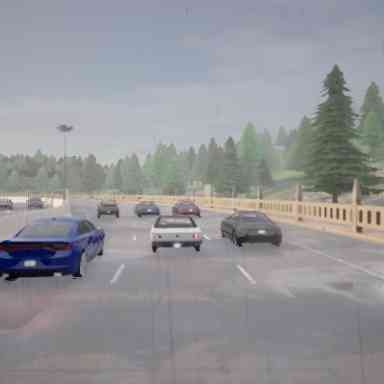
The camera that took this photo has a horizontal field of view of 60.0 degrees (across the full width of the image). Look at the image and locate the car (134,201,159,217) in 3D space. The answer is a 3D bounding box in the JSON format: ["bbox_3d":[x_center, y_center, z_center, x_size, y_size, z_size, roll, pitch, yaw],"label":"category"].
[{"bbox_3d":[-4.255,1.557,30.922,1.994,1.385,4.181,0,0,-16],"label":"car"}]

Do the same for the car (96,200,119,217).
[{"bbox_3d":[-7.688,1.485,30.307,2.128,1.511,4.902,0,0,-16],"label":"car"}]

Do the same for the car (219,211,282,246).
[{"bbox_3d":[2.553,1.560,15.287,1.994,1.385,4.181,0,0,-7],"label":"car"}]

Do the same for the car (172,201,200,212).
[{"bbox_3d":[-0.622,1.556,30.975,1.994,1.385,4.181,0,0,-15],"label":"car"}]

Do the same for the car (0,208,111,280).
[{"bbox_3d":[-3.900,1.475,10.054,1.882,1.535,5.008,0,0,-5],"label":"car"}]

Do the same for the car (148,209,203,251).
[{"bbox_3d":[-0.771,1.597,13.985,1.895,1.301,4.718,0,0,-6],"label":"car"}]
